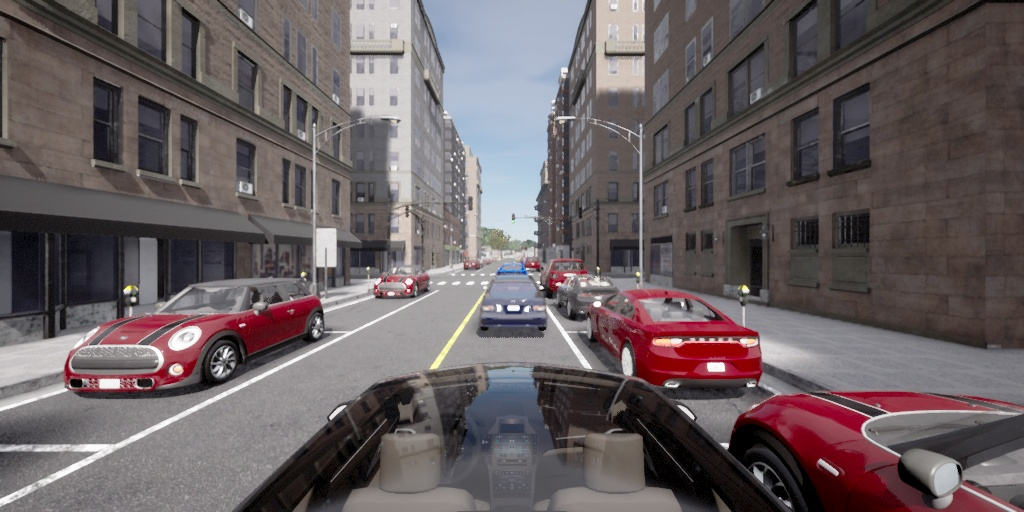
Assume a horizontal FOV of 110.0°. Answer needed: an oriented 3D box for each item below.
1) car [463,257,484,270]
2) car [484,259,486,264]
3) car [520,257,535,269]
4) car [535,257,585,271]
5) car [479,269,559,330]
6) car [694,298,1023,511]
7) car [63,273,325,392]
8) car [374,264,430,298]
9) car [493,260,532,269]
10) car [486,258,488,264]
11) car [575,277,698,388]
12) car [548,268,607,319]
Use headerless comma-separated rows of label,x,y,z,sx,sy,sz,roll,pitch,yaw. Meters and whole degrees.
car,-5.646,1.026,50.727,2.192,1.841,5.009,0,0,0
car,-5.669,1.273,56.231,1.948,1.339,4.313,0,0,0
car,2.499,1.031,45.263,2.192,1.841,5.009,0,0,0
car,2.563,1.052,18.206,2.192,1.841,5.009,0,0,0
car,0.038,1.291,11.073,2.033,1.411,5.357,0,0,0
car,2.643,1.190,1.160,1.967,1.591,4.097,0,0,0
car,-5.409,1.186,6.804,1.967,1.591,4.097,0,0,0
car,-5.462,1.177,18.168,1.967,1.591,4.097,0,0,0
car,0.105,1.211,23.336,1.882,1.535,5.008,0,0,4
car,-5.693,1.253,61.735,2.007,1.370,4.403,0,0,0
car,2.616,1.291,6.842,1.888,1.381,4.507,0,0,0
car,2.589,1.292,12.524,2.007,1.370,4.403,0,0,0
